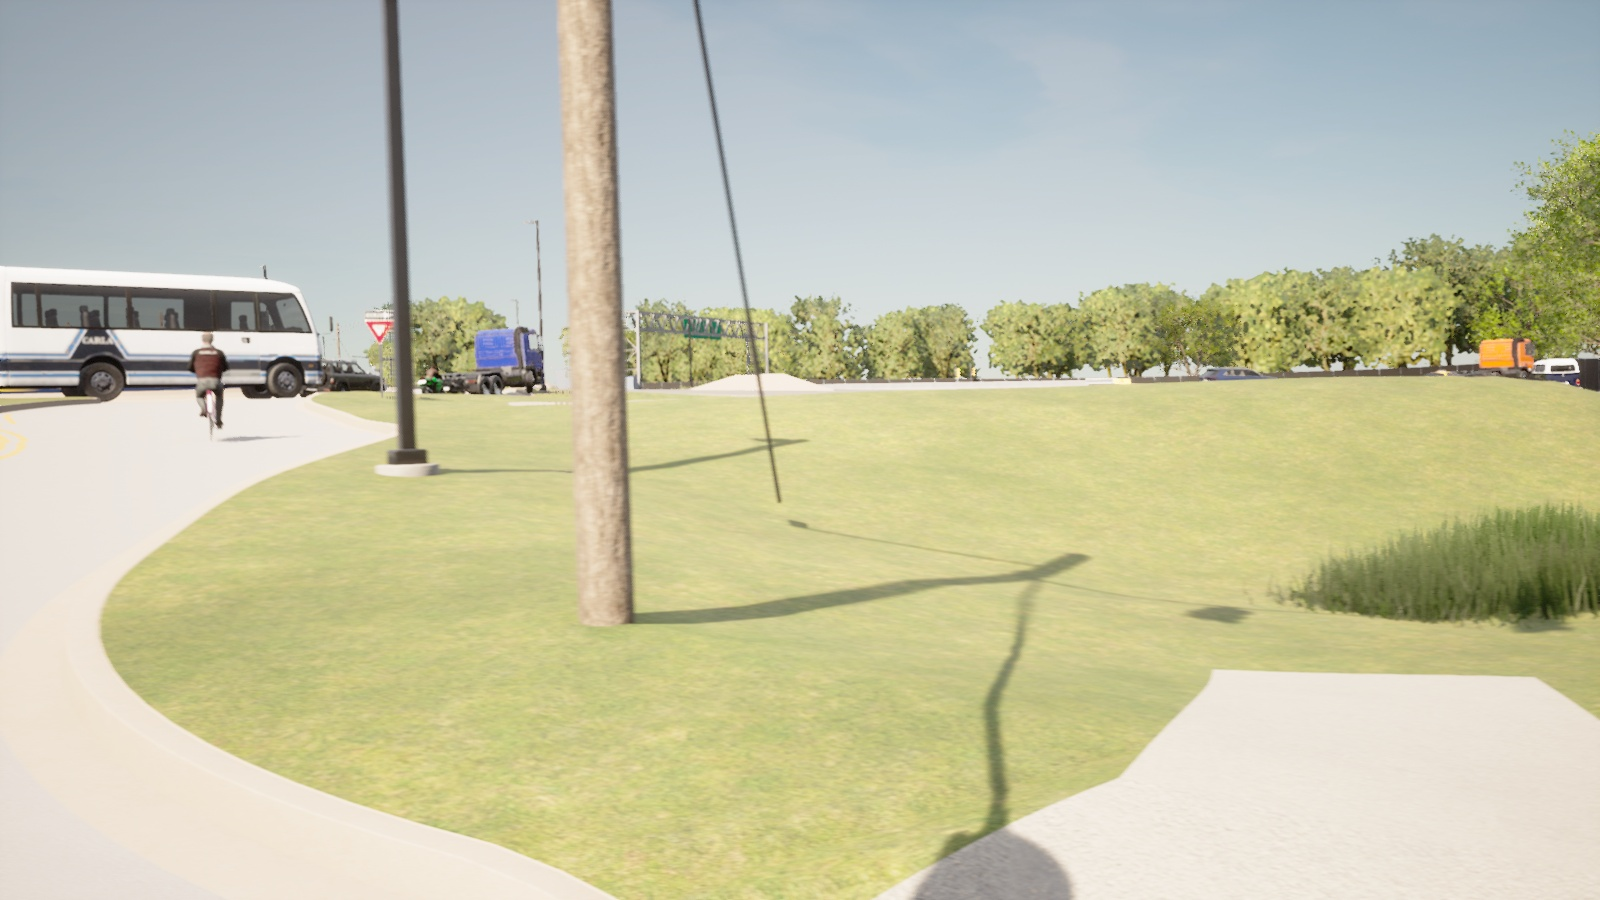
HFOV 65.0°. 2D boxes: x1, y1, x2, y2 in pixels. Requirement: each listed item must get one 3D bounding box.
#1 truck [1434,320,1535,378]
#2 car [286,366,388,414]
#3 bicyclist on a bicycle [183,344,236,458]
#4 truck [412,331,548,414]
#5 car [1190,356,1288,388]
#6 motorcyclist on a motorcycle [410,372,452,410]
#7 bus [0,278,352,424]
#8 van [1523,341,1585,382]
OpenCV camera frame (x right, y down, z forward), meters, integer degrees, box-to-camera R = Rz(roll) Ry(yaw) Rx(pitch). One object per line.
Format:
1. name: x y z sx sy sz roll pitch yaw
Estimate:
1. truck: 47.046 -6.945 86.245 7.936 3.462 2.891 -6 4 -36
2. car: -20.069 -2.609 54.664 1.932 1.855 4.605 4 3 12
3. bicyclist on a bicycle: -9.694 -0.822 20.650 0.659 1.776 1.843 -4 4 -25
4. truck: -15.594 -3.940 62.064 2.891 3.462 7.936 -3 6 13
5. car: 24.708 -4.392 70.681 4.856 1.649 2.033 -2 4 -13
6. motorcyclist on a motorcycle: -15.578 -2.495 53.080 0.797 1.523 2.044 -3 2 9
7. bus: -21.046 -3.263 42.308 10.273 4.253 3.944 -4 2 -41
8. van: 41.155 -4.863 68.641 2.069 2.038 4.480 -2 4 21
